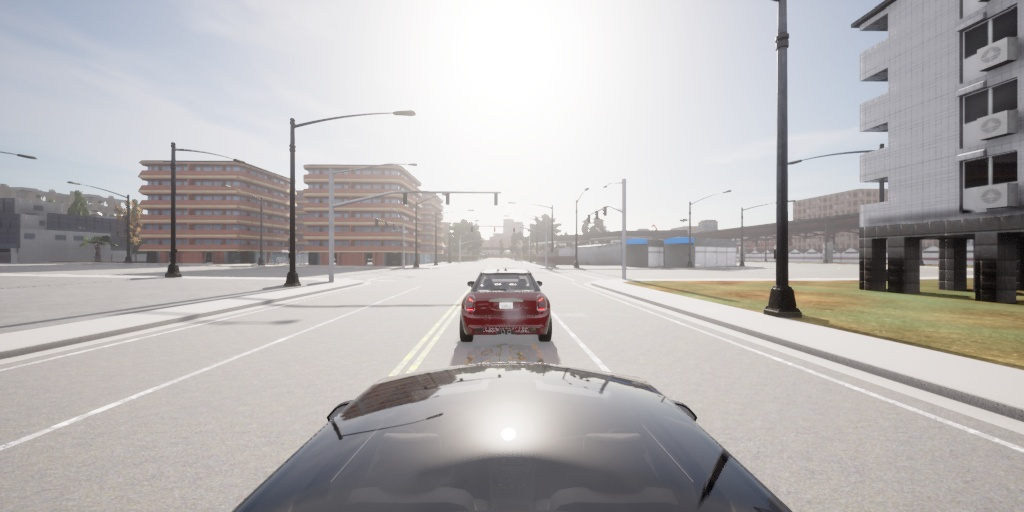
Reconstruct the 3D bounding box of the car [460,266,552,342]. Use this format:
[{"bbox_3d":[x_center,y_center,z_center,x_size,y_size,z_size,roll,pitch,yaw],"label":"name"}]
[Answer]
[{"bbox_3d":[-0.190,1.102,9.946,2.097,1.767,4.553,0,0,-2],"label":"car"}]
